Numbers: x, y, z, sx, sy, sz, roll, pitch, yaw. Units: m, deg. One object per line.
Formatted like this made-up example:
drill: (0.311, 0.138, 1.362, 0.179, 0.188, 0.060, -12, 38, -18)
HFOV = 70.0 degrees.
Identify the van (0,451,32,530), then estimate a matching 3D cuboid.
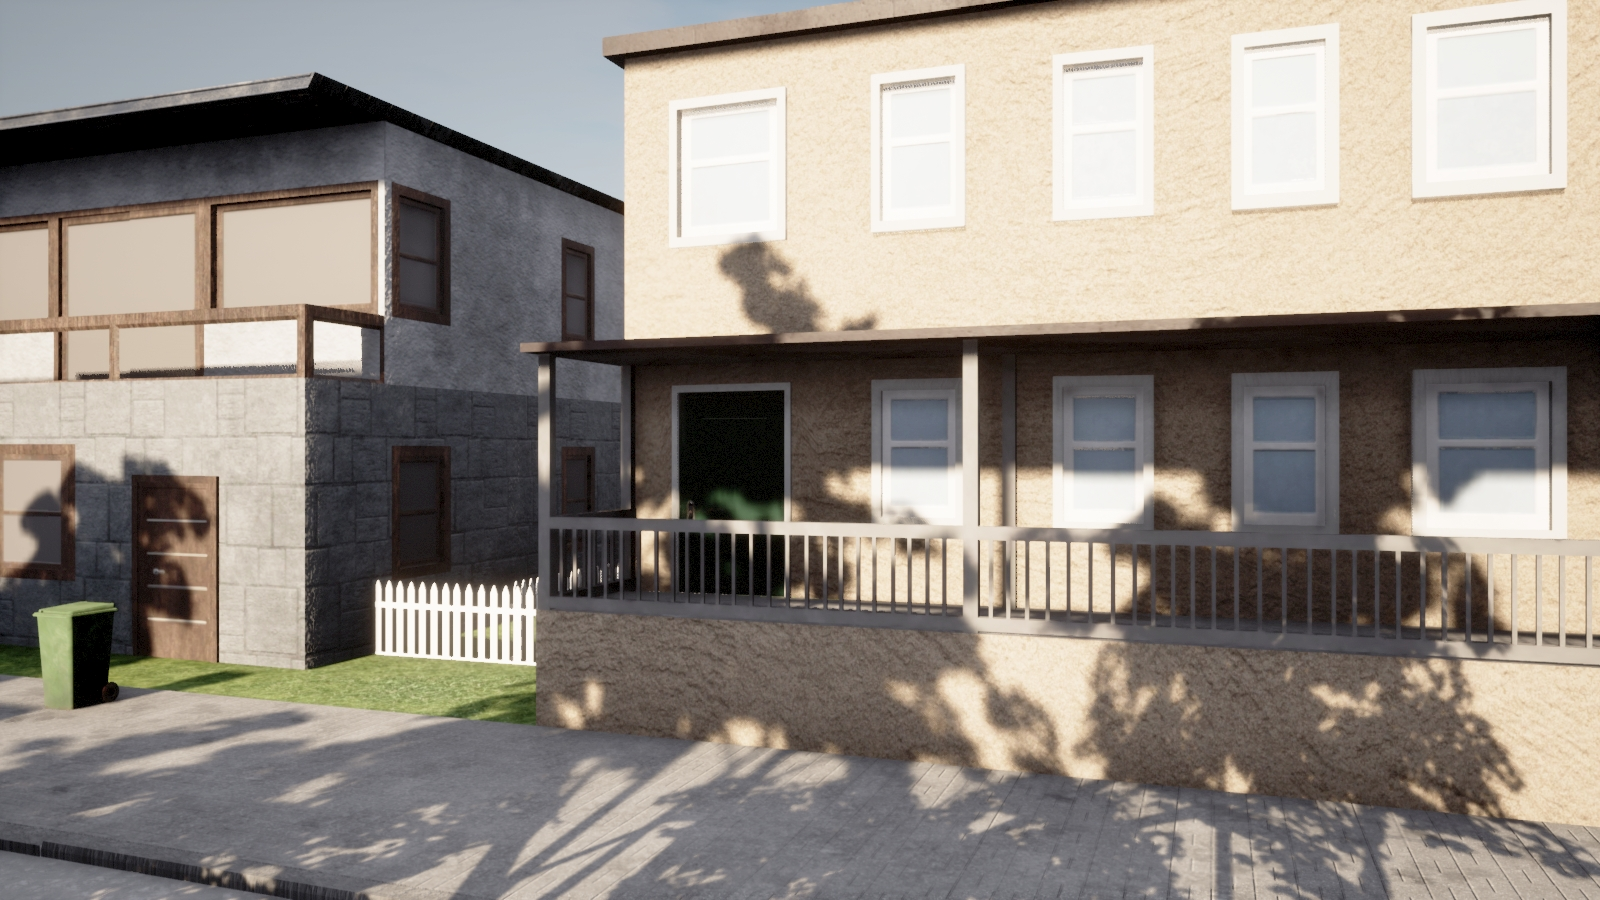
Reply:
van: (-27.753, 1.329, 35.973, 1.988, 2.561, 5.915, 0, 0, 20)
